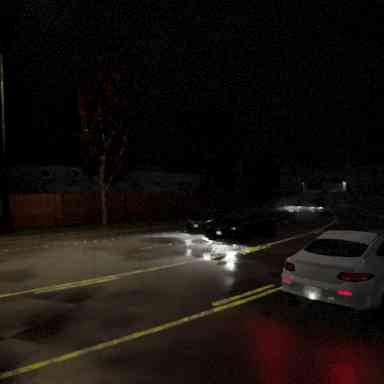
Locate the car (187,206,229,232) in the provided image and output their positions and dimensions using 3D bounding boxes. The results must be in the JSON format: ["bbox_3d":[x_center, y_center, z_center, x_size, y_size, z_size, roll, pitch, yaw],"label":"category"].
[{"bbox_3d":[1.589,1.633,20.676,1.812,1.442,4.674,-1,-1,36],"label":"car"}]

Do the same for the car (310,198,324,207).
[{"bbox_3d":[20.113,1.687,53.357,1.994,1.385,4.181,-1,-1,21],"label":"car"}]

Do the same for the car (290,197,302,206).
[{"bbox_3d":[18.236,1.703,58.193,2.128,1.511,4.902,-1,-1,22],"label":"car"}]

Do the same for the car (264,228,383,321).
[{"bbox_3d":[3.746,1.508,7.241,4.674,1.442,1.812,0,0,-43],"label":"car"}]

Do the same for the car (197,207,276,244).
[{"bbox_3d":[2.458,1.621,16.278,1.994,1.385,4.181,-1,-1,40],"label":"car"}]
